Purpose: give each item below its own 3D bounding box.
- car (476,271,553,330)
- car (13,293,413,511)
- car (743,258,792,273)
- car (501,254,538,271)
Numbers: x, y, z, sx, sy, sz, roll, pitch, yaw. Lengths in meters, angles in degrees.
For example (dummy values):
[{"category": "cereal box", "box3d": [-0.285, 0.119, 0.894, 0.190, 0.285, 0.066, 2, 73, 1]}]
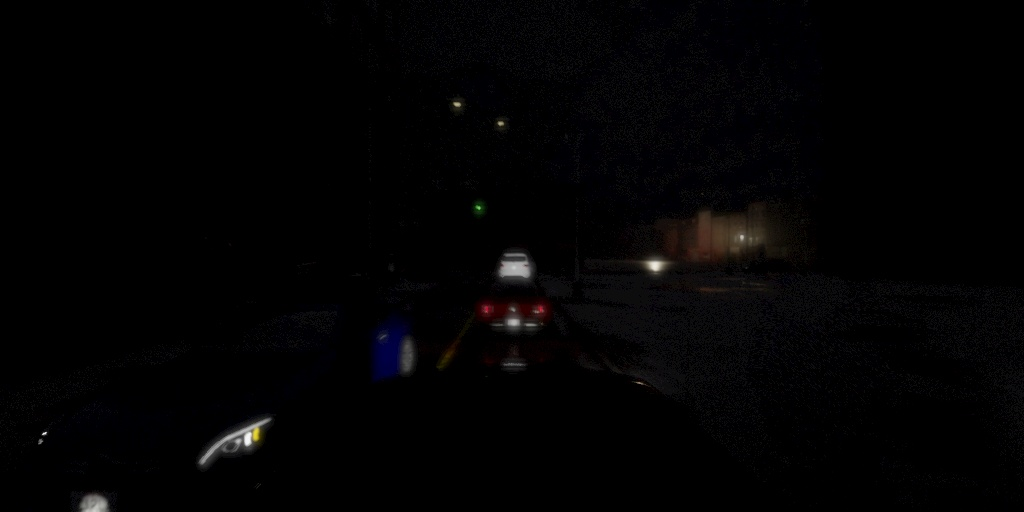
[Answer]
[{"category": "car", "box3d": [0.066, 1.299, 10.836, 1.895, 1.301, 4.718, 0, 0, 0]}, {"category": "car", "box3d": [-2.598, 1.259, 4.556, 1.812, 1.442, 4.674, 0, 0, 0]}, {"category": "car", "box3d": [27.167, 0.976, 38.175, 4.902, 1.511, 2.128, 0, 0, -9]}, {"category": "car", "box3d": [0.651, 0.833, 27.181, 2.150, 2.045, 5.566, 0, 1, 11]}]
